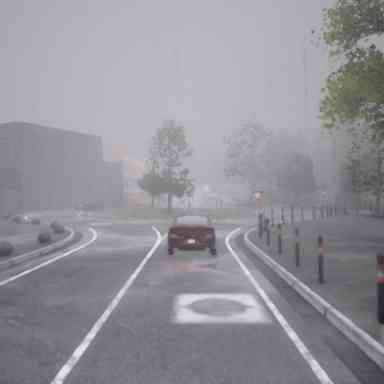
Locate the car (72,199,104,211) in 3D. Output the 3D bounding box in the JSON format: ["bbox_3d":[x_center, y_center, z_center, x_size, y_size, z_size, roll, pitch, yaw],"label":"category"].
[{"bbox_3d":[-14.034,1.749,45.080,1.837,1.490,4.892,0,-1,26],"label":"car"}]

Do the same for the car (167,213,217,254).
[{"bbox_3d":[0.043,1.651,14.476,1.882,1.535,5.008,0,0,2],"label":"car"}]
